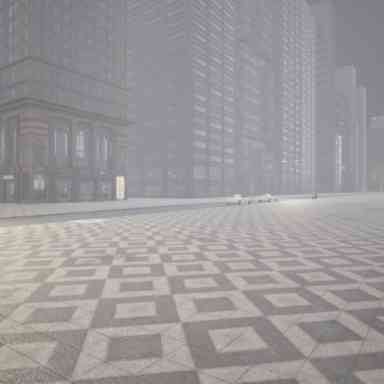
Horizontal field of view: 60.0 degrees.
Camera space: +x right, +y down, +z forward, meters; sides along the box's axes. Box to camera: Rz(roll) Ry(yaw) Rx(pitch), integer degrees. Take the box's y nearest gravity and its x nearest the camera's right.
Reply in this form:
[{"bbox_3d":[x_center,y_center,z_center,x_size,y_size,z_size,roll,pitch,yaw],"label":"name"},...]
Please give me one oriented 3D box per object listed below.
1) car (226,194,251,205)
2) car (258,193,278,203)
[{"bbox_3d":[6.361,1.050,45.418,1.812,1.442,4.674,0,1,36],"label":"car"},{"bbox_3d":[12.291,0.957,53.822,1.812,1.442,4.674,0,1,35],"label":"car"}]
